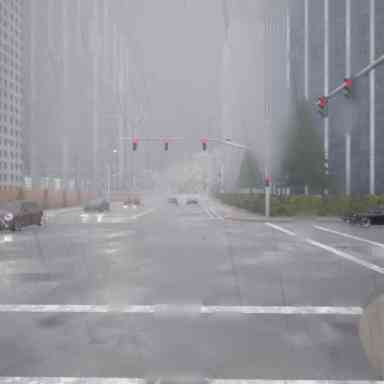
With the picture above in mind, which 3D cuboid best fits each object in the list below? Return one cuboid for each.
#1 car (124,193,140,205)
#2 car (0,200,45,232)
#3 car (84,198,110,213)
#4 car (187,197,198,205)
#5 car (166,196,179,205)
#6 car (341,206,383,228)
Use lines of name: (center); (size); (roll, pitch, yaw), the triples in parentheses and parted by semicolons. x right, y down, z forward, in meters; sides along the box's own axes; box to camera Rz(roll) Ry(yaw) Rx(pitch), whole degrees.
car: (-10.445, 1.208, 58.385); (2.150, 2.045, 5.566); (0, 0, 0)
car: (-10.579, 1.322, 19.675); (2.097, 1.767, 4.553); (0, 0, 0)
car: (-10.561, 1.477, 37.193); (1.882, 1.535, 5.008); (0, 0, 0)
car: (0.057, 1.600, 58.411); (1.895, 1.301, 4.718); (0, 0, 0)
car: (-3.443, 1.504, 58.385); (1.837, 1.490, 4.892); (0, 0, 0)
car: (12.151, 1.545, 21.203); (4.718, 1.301, 1.895); (0, 0, 0)
